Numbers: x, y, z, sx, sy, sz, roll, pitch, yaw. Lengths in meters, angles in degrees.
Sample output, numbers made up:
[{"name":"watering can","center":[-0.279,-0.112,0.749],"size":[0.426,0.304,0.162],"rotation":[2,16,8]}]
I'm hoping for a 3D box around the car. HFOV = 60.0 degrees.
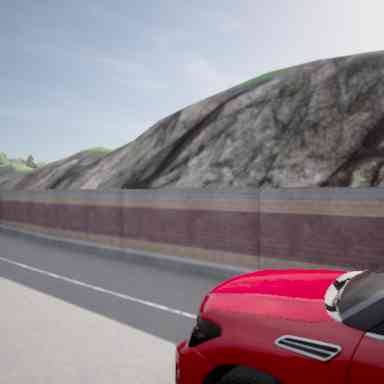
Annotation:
[{"name":"car","center":[2.497,1.232,2.271],"size":[5.566,2.045,2.150],"rotation":[0,0,35]}]
